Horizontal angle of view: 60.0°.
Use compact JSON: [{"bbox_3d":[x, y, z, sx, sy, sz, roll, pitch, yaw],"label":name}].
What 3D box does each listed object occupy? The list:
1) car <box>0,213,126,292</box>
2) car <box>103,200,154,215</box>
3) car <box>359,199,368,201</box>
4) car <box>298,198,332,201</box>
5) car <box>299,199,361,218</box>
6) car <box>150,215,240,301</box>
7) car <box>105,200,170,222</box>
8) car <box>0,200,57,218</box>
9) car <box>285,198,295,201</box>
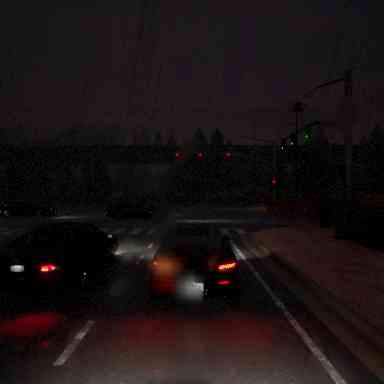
[{"bbox_3d":[-3.421,1.547,9.028,2.033,1.411,5.357,0,0,0],"label":"car"},{"bbox_3d":[-6.184,1.525,32.747,4.674,1.442,1.812,0,0,0],"label":"car"},{"bbox_3d":[23.225,1.601,46.793,4.718,1.301,1.895,0,0,0],"label":"car"},{"bbox_3d":[16.916,1.491,43.320,4.902,1.511,2.128,0,0,0],"label":"car"},{"bbox_3d":[11.982,1.564,29.147,4.181,1.385,1.994,0,0,0],"label":"car"},{"bbox_3d":[0.071,1.526,8.207,1.812,1.442,4.674,0,0,0],"label":"car"},{"bbox_3d":[-4.145,1.491,25.737,4.902,1.511,2.128,0,0,0],"label":"car"},{"bbox_3d":[-14.456,1.507,29.294,4.892,1.490,1.837,-1,0,0],"label":"car"},{"bbox_3d":[14.117,1.526,46.834,4.674,1.442,1.812,0,0,2],"label":"car"}]
